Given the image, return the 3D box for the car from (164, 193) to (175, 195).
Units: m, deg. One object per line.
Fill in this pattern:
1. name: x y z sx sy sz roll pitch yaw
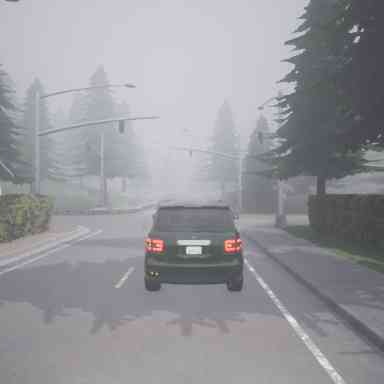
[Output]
1. car: -3.654 1.221 53.858 2.150 2.045 5.566 0 0 -1

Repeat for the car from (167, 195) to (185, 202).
1. car: -3.631 1.524 74.067 1.812 1.442 4.674 0 0 -35

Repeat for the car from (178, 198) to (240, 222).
1. car: 1.235 1.345 25.599 4.553 1.767 2.097 0 0 0

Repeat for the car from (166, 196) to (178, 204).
1. car: -3.956 1.505 64.287 1.837 1.490 4.892 0 0 -8

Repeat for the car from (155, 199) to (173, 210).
1. car: -3.650 1.601 43.949 1.895 1.301 4.718 0 0 0

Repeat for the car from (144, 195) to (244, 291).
1. car: 0.052 1.221 9.118 2.150 2.045 5.566 0 0 0
